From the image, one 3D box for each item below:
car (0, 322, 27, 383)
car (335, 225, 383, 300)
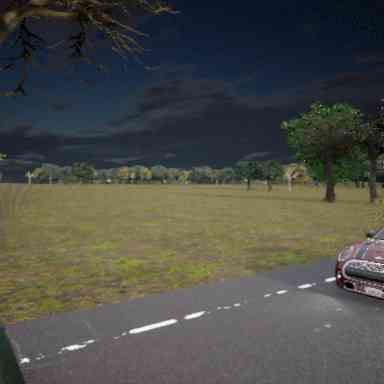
[{"bbox_3d":[-3.405,1.603,1.558,4.718,1.301,1.895,0,0,-35],"label":"car"},{"bbox_3d":[5.393,1.367,7.798,4.553,1.767,2.097,0,0,-35],"label":"car"}]
